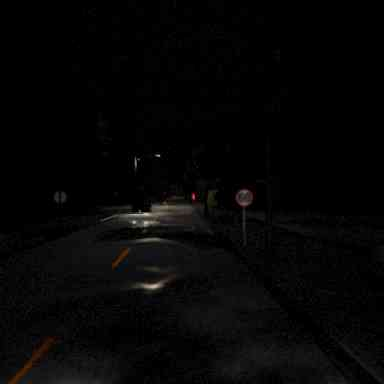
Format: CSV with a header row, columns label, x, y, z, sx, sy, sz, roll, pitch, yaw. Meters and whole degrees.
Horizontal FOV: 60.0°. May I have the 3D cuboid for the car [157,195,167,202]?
label,x,y,z,sx,sy,sz,roll,pitch,yaw
car,-6.882,1.385,76.294,2.097,1.767,4.553,0,0,-2

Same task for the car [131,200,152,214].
label,x,y,z,sx,sy,sz,roll,pitch,yaw
car,-5.482,1.577,36.925,2.033,1.411,5.357,0,0,-2
